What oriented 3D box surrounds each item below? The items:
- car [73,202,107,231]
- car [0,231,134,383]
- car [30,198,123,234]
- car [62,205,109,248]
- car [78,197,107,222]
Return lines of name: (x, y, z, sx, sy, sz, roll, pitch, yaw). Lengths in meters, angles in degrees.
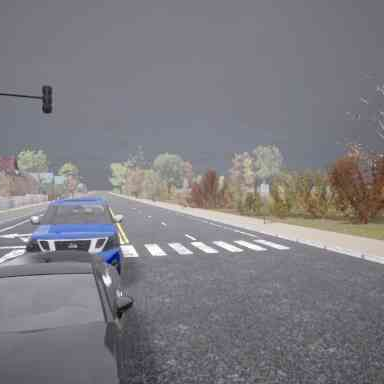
car: (-6.600, 1.468, 21.795, 1.882, 1.535, 5.008, 0, 0, -15)
car: (-1.713, 1.524, 3.895, 1.812, 1.442, 4.674, 0, 0, -13)
car: (-3.360, 1.218, 9.982, 2.150, 2.045, 5.566, 0, 0, -15)
car: (-5.025, 1.499, 16.052, 1.837, 1.490, 4.892, 0, 0, -15)
car: (-8.167, 1.338, 27.527, 2.097, 1.767, 4.553, 0, 0, -15)
